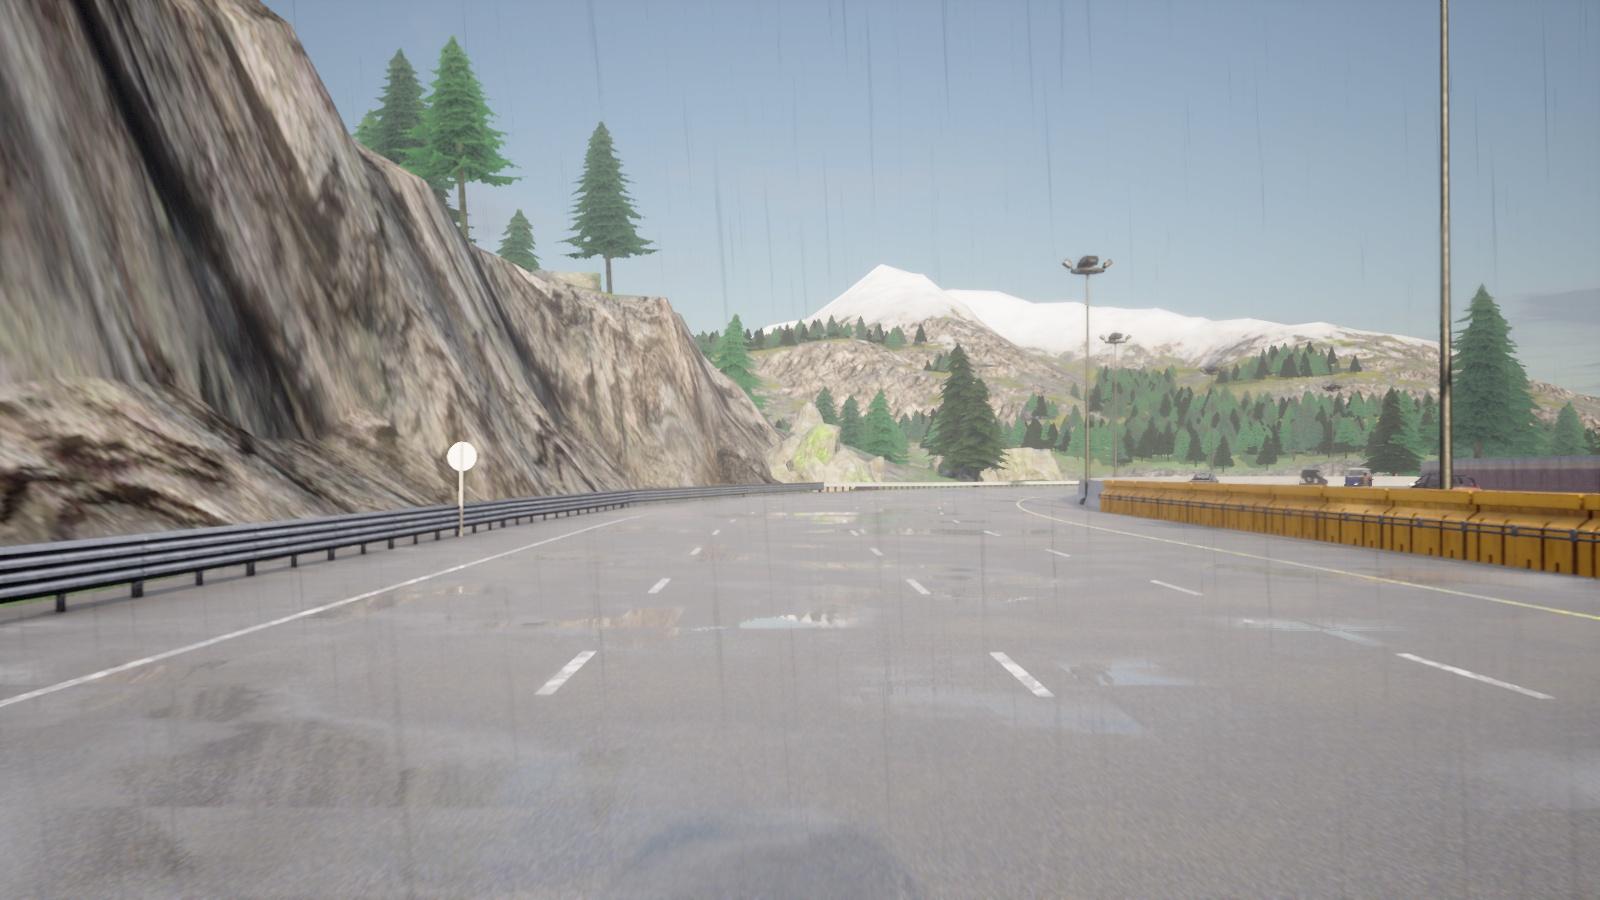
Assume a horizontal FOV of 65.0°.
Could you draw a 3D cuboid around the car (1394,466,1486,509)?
[{"bbox_3d":[24.773,1.429,48.725,1.851,1.617,3.988,0,-1,6],"label":"car"}]
